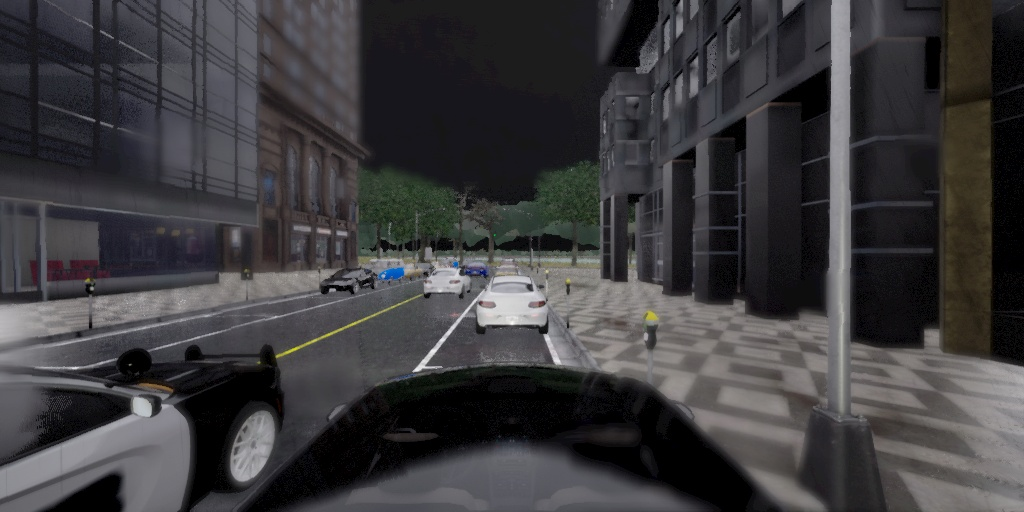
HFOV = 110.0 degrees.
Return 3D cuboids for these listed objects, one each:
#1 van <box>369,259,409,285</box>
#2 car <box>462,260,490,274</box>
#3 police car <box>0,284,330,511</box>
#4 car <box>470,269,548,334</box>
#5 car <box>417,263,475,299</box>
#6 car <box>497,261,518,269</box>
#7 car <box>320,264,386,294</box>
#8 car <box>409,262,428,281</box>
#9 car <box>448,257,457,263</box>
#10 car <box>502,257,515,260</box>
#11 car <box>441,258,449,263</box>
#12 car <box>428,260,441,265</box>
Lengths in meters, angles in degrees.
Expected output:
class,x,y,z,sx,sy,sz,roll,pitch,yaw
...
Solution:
class,x,y,z,sx,sy,sz,roll,pitch,yaw
van,-8.908,1.093,25.423,1.690,1.789,3.998,0,0,0
car,-3.145,1.240,32.995,1.882,1.535,5.008,0,0,0
police car,-3.145,1.175,1.610,1.930,1.638,5.238,0,0,0
car,0.003,1.275,10.500,1.812,1.442,4.674,0,0,0
car,-3.145,1.284,17.995,1.812,1.442,4.674,0,0,0
car,-0.383,1.277,25.593,1.751,1.417,4.829,0,0,0
car,-8.908,1.317,19.986,1.948,1.339,4.313,0,0,0
car,-8.908,1.279,30.691,1.751,1.417,4.829,0,0,0
car,-8.908,1.201,47.173,1.967,1.591,4.097,0,0,0
car,-0.383,1.196,36.298,1.967,1.591,4.097,0,0,0
car,-8.908,1.284,41.566,1.751,1.417,4.829,0,0,0
car,-8.908,1.322,36.298,1.948,1.339,4.313,0,0,0
